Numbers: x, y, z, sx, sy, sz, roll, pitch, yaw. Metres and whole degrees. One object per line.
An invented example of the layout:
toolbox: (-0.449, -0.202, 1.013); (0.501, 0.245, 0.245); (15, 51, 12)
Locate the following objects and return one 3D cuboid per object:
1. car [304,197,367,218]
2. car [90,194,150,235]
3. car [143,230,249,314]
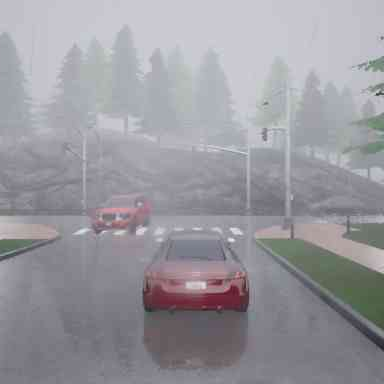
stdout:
car: (11.651, 1.191, 27.229); (4.553, 1.767, 2.097); (0, 0, 0)
car: (-3.902, 1.167, 19.151); (2.150, 2.045, 5.566); (-1, 1, 5)
car: (0.084, 1.564, 7.685); (1.994, 1.385, 4.181); (0, 0, 0)
